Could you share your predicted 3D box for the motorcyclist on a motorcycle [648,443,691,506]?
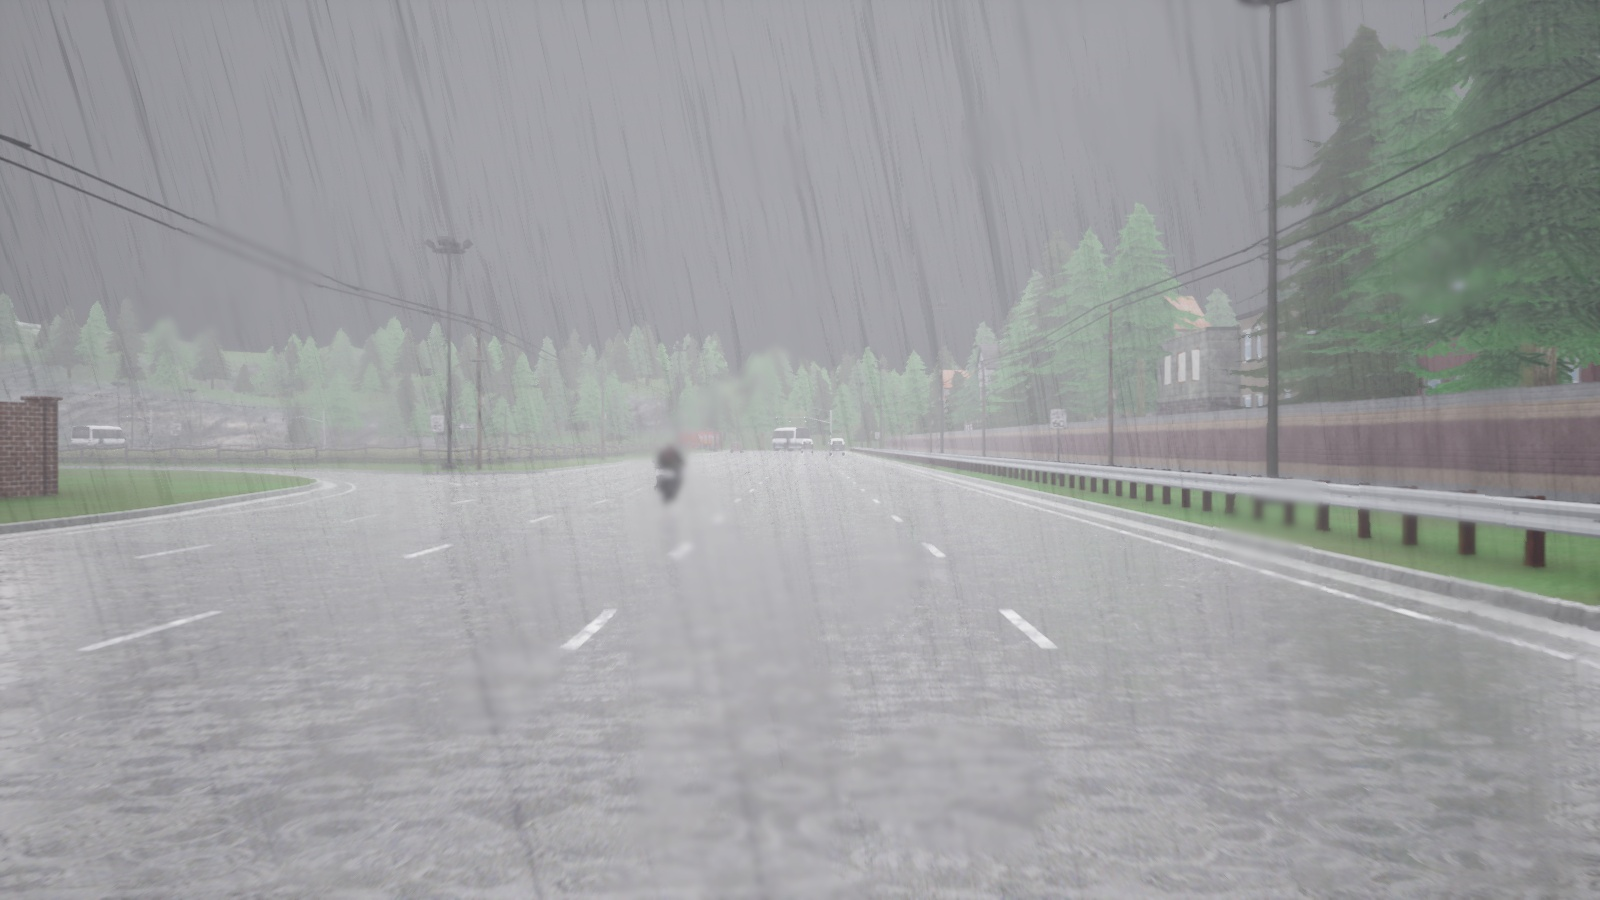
[{"bbox_3d":[-3.303,0.598,31.927,0.866,1.530,2.191,0,0,0],"label":"motorcyclist on a motorcycle"}]
